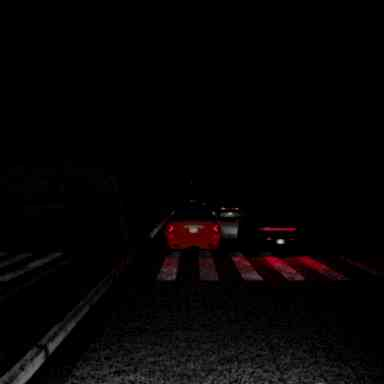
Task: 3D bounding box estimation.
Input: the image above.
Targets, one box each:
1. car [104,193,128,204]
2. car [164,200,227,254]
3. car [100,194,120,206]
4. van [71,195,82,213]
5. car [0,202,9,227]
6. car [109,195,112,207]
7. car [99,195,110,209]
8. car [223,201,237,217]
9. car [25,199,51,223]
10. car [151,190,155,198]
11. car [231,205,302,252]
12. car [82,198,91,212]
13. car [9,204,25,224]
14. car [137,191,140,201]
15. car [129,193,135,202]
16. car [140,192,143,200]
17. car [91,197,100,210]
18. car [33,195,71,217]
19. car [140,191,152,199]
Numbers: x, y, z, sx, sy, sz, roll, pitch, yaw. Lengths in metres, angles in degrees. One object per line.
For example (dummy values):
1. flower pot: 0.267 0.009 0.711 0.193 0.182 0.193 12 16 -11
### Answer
1. car: -13.905 1.218 54.602 5.566 2.045 2.435 -1 1 -20
2. car: 0.066 1.357 13.689 2.097 1.767 4.553 0 0 0
3. car: -13.873 1.535 51.634 4.674 1.452 2.002 -1 1 -20
4. van: -13.779 1.339 33.776 4.442 1.987 1.878 -1 0 -20
5. car: -13.716 1.508 18.872 5.366 1.575 1.946 -1 0 -20
6. car: -13.851 1.567 45.677 4.792 1.488 2.163 -1 0 -20
7. car: -13.708 1.545 42.749 5.366 1.575 1.946 -1 0 -20
8. car: 3.065 1.553 29.008 2.128 1.511 4.902 0 0 0
9. car: -13.713 1.534 24.838 5.366 1.575 1.946 -1 -1 -20
10. car: -14.032 1.059 93.463 5.366 1.575 1.946 -1 1 -20
11. car: 3.068 1.499 13.893 2.128 1.511 4.902 0 0 0
12. car: -13.877 1.604 36.708 4.674 1.452 2.002 -1 0 -20
13. car: -13.915 1.556 21.776 4.792 1.488 2.163 -1 0 -20
14. car: -13.842 1.188 69.542 4.553 1.767 2.185 -1 1 -20
15. car: -13.852 1.156 60.598 5.566 2.045 2.435 -1 0 -20
16. car: -13.864 1.323 72.516 4.674 1.452 2.002 -1 1 -20
17. car: -13.908 1.593 39.680 4.792 1.488 2.163 -1 0 -20
18. car: -13.857 1.434 30.748 4.553 1.767 2.185 -1 0 -20
19. car: -13.837 1.154 87.540 4.792 1.488 2.163 -1 0 -20
